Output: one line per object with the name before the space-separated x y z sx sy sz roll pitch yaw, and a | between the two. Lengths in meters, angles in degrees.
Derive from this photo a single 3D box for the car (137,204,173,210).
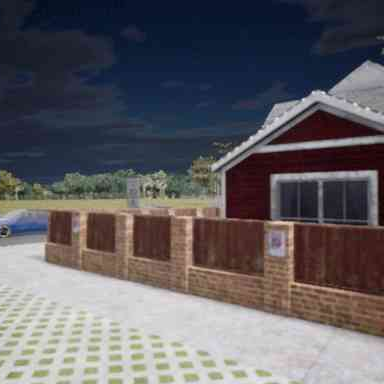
car | -3.387 1.755 27.245 2.128 1.511 4.902 0 -1 35

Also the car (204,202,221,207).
car | 2.533 1.870 35.647 2.128 1.511 4.902 0 -1 35

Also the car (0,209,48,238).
car | -9.307 1.690 18.832 2.033 1.411 5.357 0 -1 35
